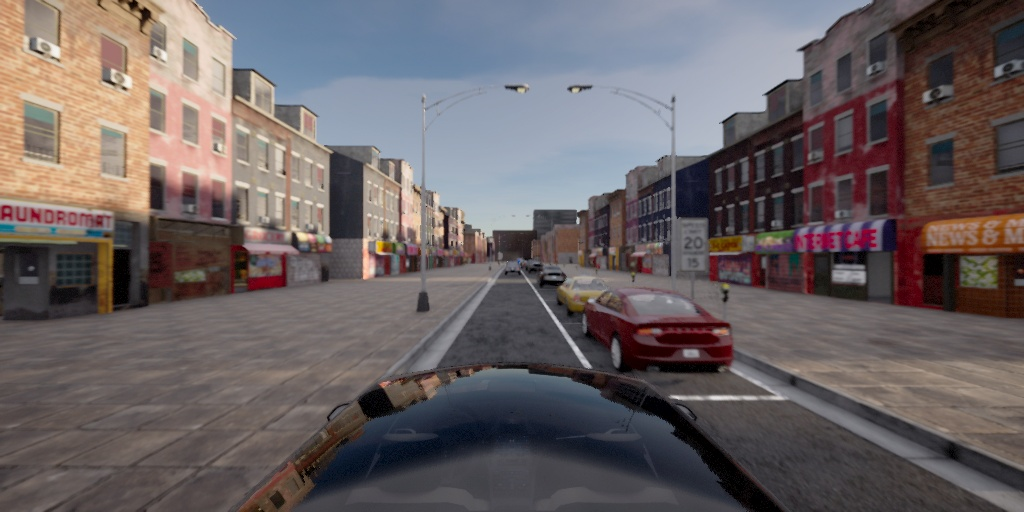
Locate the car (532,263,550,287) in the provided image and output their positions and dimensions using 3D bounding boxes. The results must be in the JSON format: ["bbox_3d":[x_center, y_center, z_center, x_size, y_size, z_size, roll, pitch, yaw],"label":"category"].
[{"bbox_3d":[2.632,1.372,24.546,1.948,1.339,4.313,0,0,0],"label":"car"}]

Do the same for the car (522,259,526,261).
[{"bbox_3d":[2.975,1.283,52.650,2.097,1.767,4.553,0,0,0],"label":"car"}]

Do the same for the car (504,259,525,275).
[{"bbox_3d":[0.092,1.423,41.035,2.033,1.411,5.357,0,0,1],"label":"car"}]

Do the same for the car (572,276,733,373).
[{"bbox_3d":[2.636,1.304,7.508,1.888,1.381,4.507,0,0,0],"label":"car"}]

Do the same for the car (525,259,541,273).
[{"bbox_3d":[3.009,1.401,45.680,1.837,1.490,4.892,0,0,0],"label":"car"}]

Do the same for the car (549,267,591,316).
[{"bbox_3d":[2.634,1.297,13.357,1.751,1.417,4.829,0,0,0],"label":"car"}]
